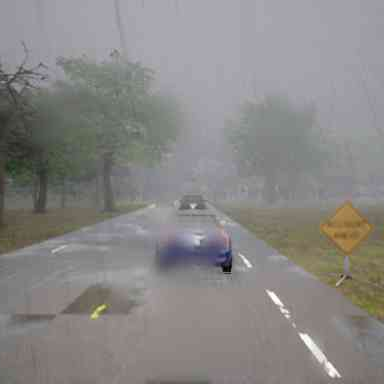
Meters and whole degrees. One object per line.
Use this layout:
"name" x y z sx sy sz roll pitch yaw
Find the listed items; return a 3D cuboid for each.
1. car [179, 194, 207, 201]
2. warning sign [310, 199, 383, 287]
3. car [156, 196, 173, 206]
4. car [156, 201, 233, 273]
"car" 0.082 1.216 28.137 2.150 2.045 5.566 0 0 0
"warning sign" 3.545 1.113 7.647 1.300 1.860 1.060 0 0 0
"car" -3.596 1.350 44.762 2.097 1.767 4.553 0 0 0
"car" 0.070 1.348 10.850 2.097 1.767 4.553 0 0 0
